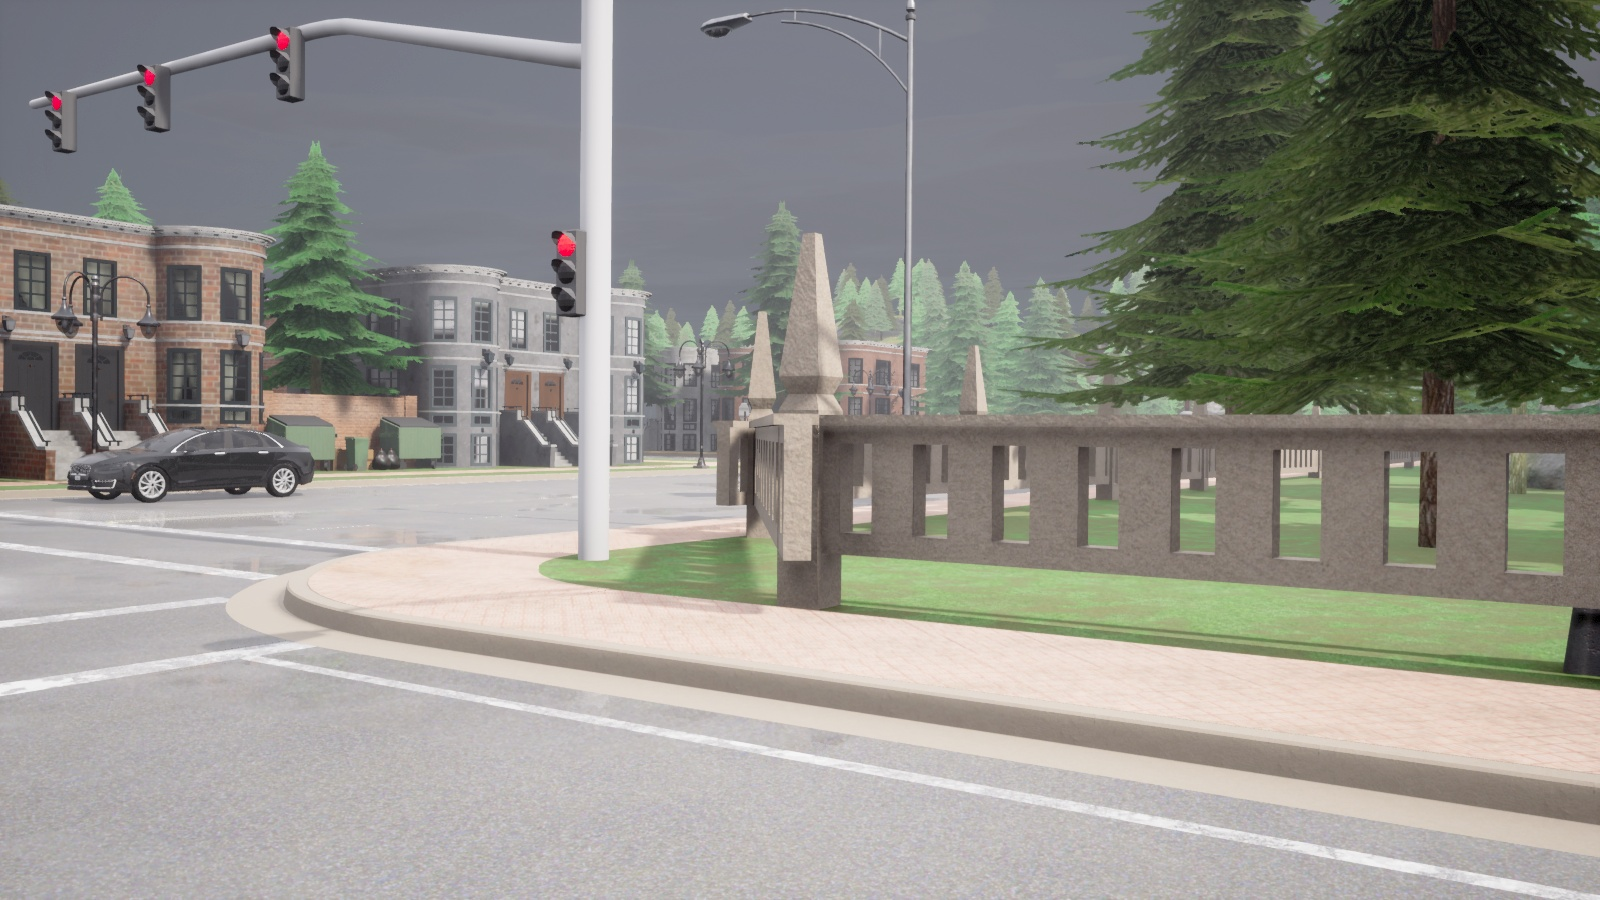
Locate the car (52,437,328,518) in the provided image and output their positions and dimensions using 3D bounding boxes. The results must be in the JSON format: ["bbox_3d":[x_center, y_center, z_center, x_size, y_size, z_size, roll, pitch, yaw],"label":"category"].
[{"bbox_3d":[-12.508,0.493,26.110,1.837,1.490,4.892,0,1,34],"label":"car"}]
